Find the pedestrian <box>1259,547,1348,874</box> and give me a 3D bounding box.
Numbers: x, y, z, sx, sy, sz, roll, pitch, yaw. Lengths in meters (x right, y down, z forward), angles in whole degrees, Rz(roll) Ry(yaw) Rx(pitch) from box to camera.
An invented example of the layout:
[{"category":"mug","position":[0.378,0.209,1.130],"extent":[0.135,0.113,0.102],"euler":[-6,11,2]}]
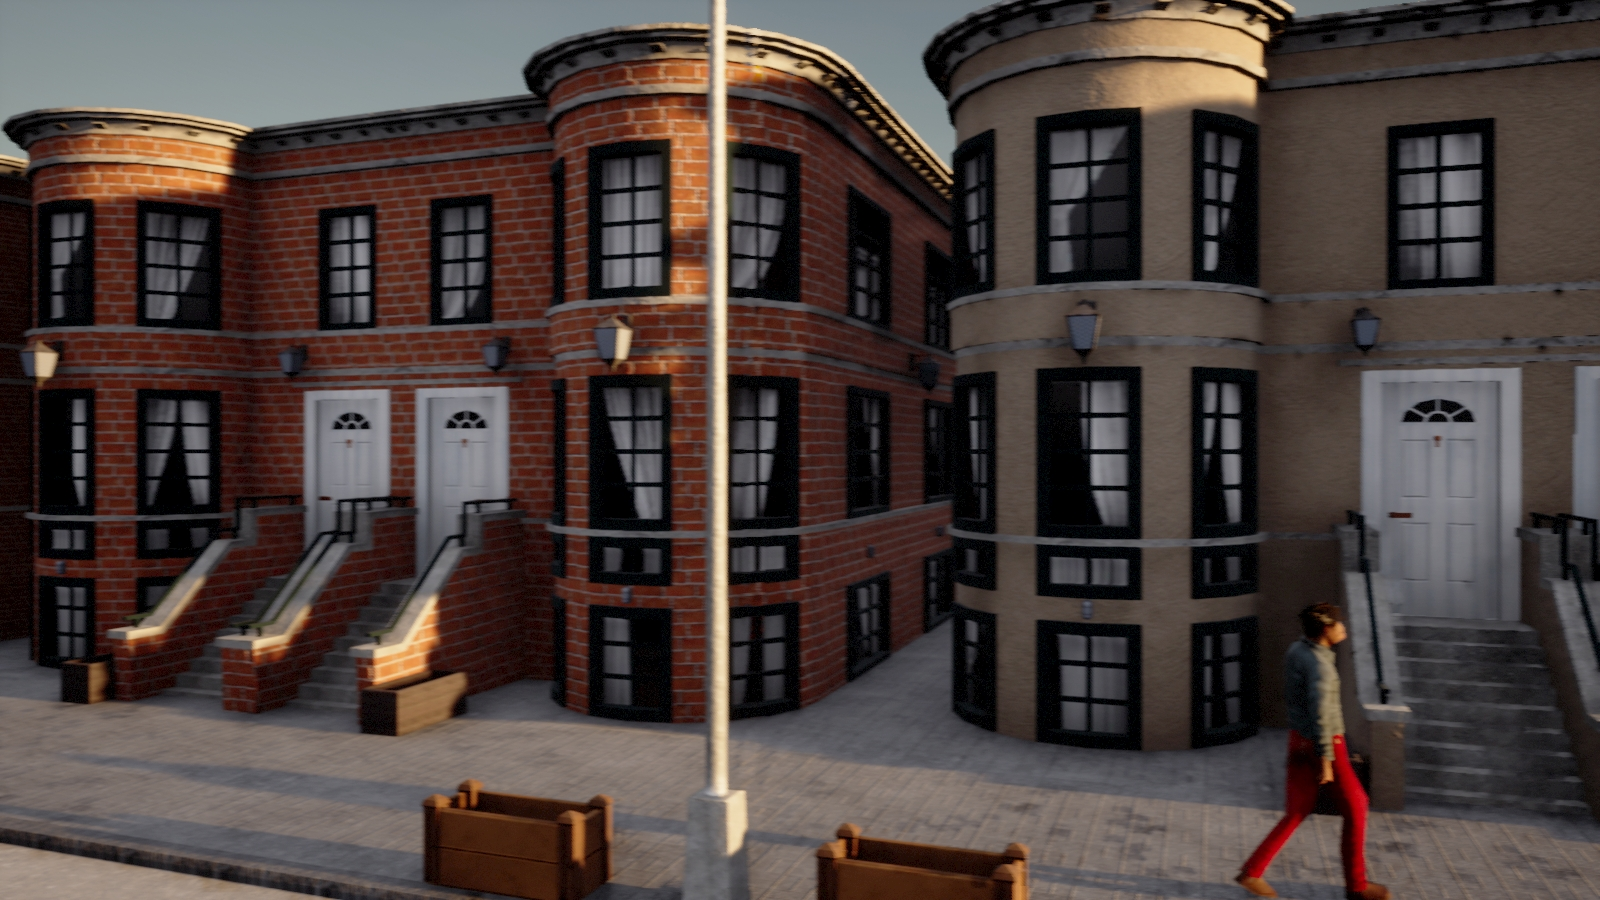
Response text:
[{"category":"pedestrian","position":[2.993,1.525,6.807],"extent":[0.375,1.860,0.375],"euler":[0,0,2]}]
